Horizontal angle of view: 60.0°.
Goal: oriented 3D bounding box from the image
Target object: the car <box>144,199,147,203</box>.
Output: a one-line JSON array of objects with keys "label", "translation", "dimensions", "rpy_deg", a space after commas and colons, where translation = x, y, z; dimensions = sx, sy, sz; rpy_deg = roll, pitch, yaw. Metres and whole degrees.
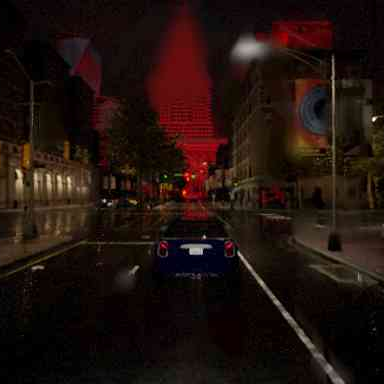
[{"label": "car", "translation": [-11.263, 2.192, 74.937], "dimensions": [1.994, 1.385, 4.181], "rpy_deg": [0, 0, 0]}]

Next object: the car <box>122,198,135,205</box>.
[{"label": "car", "translation": [-14.755, 2.187, 77.600], "dimensions": [2.128, 1.511, 4.902], "rpy_deg": [0, 0, 0]}]

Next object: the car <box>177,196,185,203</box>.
[{"label": "car", "translation": [-3.197, 2.040, 95.500], "dimensions": [2.150, 2.045, 5.566], "rpy_deg": [0, 0, 0]}]

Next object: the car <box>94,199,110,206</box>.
[{"label": "car", "translation": [-18.040, 2.162, 66.590], "dimensions": [1.895, 1.301, 4.718], "rpy_deg": [0, 0, 0]}]

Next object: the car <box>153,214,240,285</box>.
[{"label": "car", "translation": [0.113, 1.436, 9.890], "dimensions": [2.097, 1.767, 4.553], "rpy_deg": [0, -1, 0]}]

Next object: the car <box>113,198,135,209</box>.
[{"label": "car", "translation": [-11.406, 2.003, 55.917], "dimensions": [1.812, 1.442, 4.674], "rpy_deg": [0, 0, 0]}]

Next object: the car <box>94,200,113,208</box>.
[{"label": "car", "translation": [-14.897, 2.034, 57.090], "dimensions": [2.033, 1.411, 5.357], "rpy_deg": [0, 0, 0]}]

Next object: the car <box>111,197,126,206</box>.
[{"label": "car", "translation": [-14.788, 1.925, 67.201], "dimensions": [2.097, 1.767, 4.553], "rpy_deg": [0, 0, 0]}]

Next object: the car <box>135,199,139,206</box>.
[{"label": "car", "translation": [-11.324, 2.033, 65.065], "dimensions": [1.882, 1.535, 5.008], "rpy_deg": [0, 0, 1]}]

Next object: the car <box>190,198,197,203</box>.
[{"label": "car", "translation": [0.302, 2.353, 95.249], "dimensions": [2.033, 1.411, 5.357], "rpy_deg": [0, 0, 0]}]
